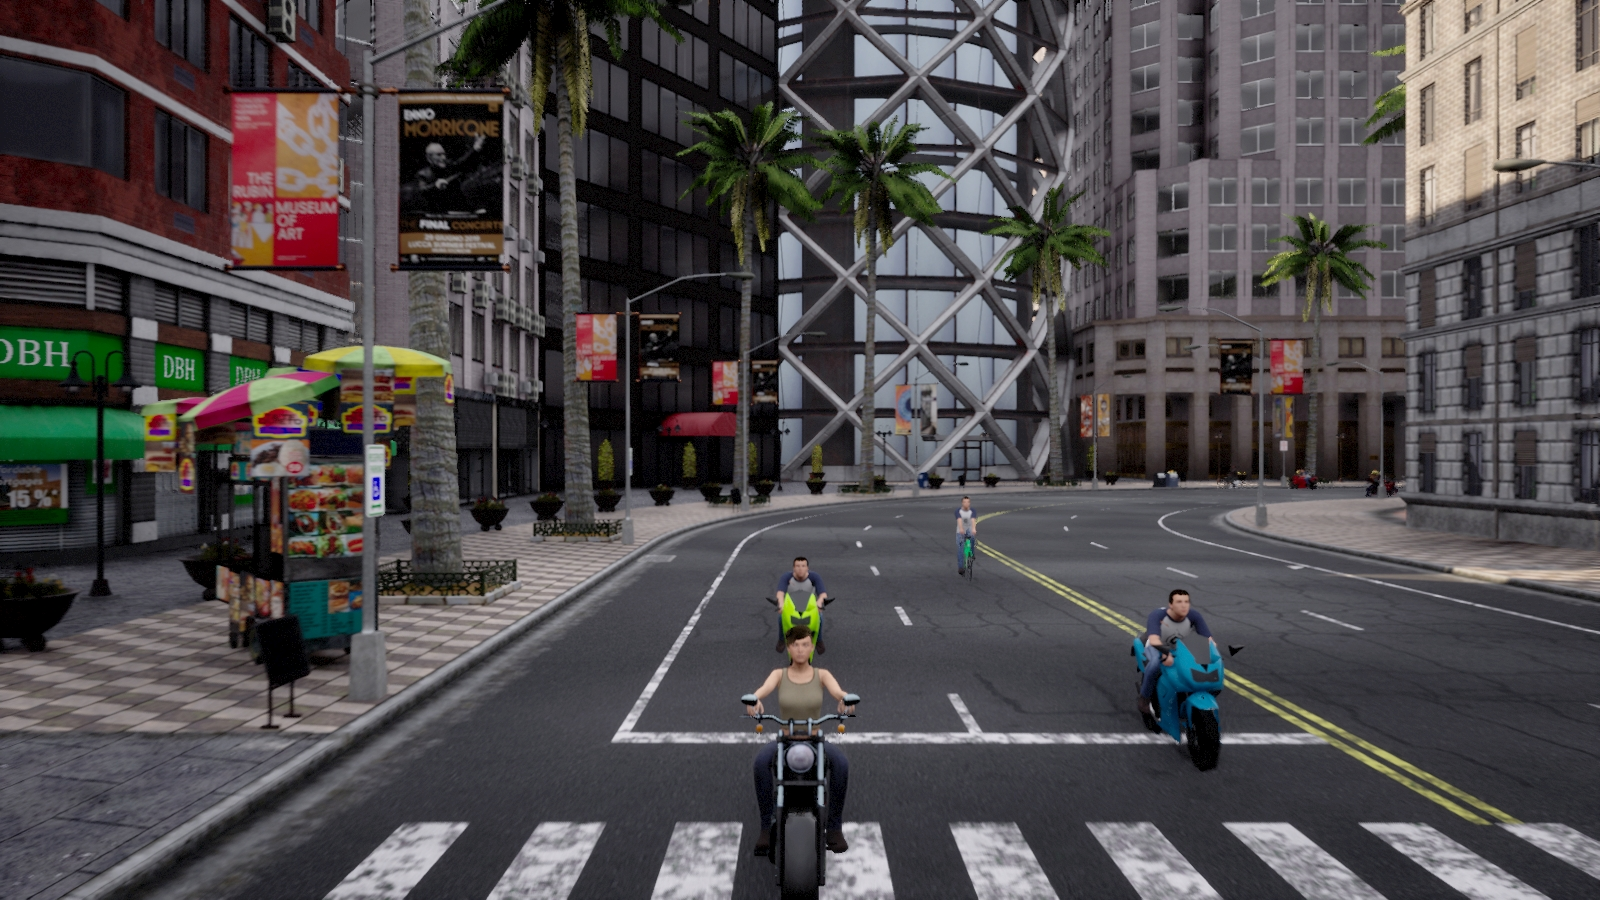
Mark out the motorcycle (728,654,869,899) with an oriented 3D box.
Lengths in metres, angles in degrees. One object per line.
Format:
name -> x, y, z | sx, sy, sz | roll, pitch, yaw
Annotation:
motorcycle -> -0.006, 2.170, 7.375 | 0.764, 1.277, 2.356 | 0, 0, 0

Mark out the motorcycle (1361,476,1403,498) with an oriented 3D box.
motorcycle -> 34.668, 2.204, 68.049 | 2.209, 1.251, 0.867 | 0, 0, -15

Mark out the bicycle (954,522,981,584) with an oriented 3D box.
bicycle -> 3.602, 2.206, 24.672 | 0.373, 1.196, 1.643 | 0, 0, 1

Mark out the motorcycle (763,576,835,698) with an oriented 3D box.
motorcycle -> -0.011, 2.213, 13.858 | 0.803, 1.145, 2.033 | 0, 0, 0
